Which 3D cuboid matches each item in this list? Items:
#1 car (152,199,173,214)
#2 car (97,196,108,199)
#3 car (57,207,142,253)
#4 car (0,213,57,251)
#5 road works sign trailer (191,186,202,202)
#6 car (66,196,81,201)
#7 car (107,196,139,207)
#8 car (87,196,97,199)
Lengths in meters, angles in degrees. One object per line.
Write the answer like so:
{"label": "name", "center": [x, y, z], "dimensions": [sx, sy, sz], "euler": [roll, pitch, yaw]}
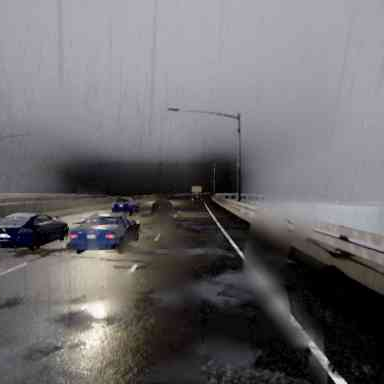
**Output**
{"label": "car", "center": [-3.148, 1.478, 35.572], "dimensions": [1.882, 1.535, 5.008], "euler": [0, 0, 1]}
{"label": "car", "center": [-16.671, 1.535, 66.486], "dimensions": [2.033, 1.411, 5.357], "euler": [0, 0, 1]}
{"label": "car", "center": [-3.357, 1.551, 13.673], "dimensions": [2.033, 1.411, 5.357], "euler": [0, 0, 0]}
{"label": "car", "center": [-6.854, 1.568, 14.152], "dimensions": [1.994, 1.385, 4.181], "euler": [0, 0, 0]}
{"label": "road works sign trailer", "center": [1.060, 0.436, 74.808], "dimensions": [2.380, 3.560, 2.880], "euler": [0, 0, 2]}
{"label": "car", "center": [-23.668, 1.550, 66.666], "dimensions": [1.994, 1.385, 4.181], "euler": [0, 0, 1]}
{"label": "car", "center": [-6.673, 1.353, 33.639], "dimensions": [2.097, 1.767, 4.553], "euler": [0, 0, 1]}
{"label": "car", "center": [-20.148, 1.519, 67.403], "dimensions": [1.812, 1.442, 4.674], "euler": [0, 0, 1]}
